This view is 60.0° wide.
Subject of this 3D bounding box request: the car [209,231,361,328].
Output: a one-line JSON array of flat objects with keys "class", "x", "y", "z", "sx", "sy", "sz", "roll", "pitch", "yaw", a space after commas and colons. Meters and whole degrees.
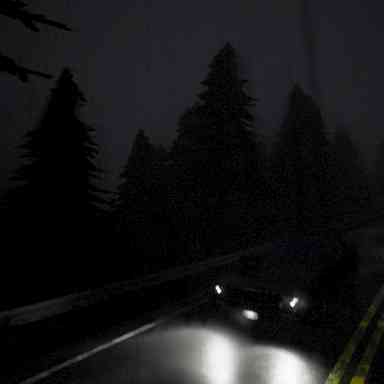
[{"class": "car", "x": 2.518, "y": 1.656, "z": 7.640, "sx": 2.033, "sy": 1.411, "sz": 5.357, "roll": -2, "pitch": -1, "yaw": 36}]
